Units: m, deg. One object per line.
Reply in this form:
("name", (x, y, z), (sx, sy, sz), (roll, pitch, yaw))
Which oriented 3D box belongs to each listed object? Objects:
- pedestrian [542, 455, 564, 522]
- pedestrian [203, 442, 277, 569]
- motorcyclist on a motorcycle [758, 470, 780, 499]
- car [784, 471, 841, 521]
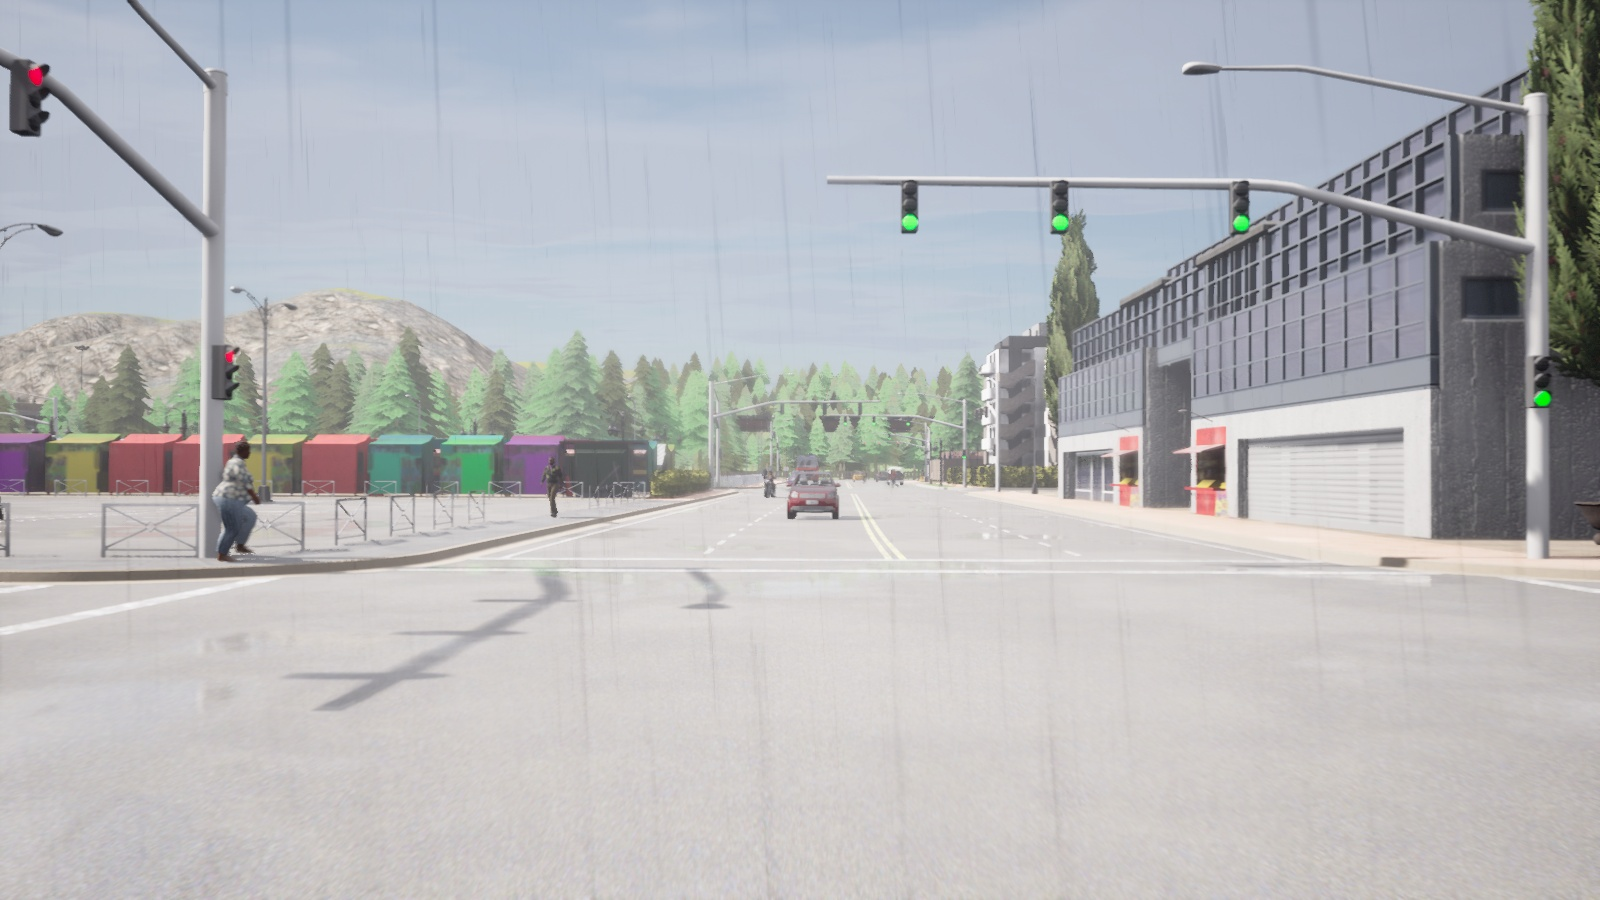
("pedestrian", (-7.216, 1.117, 36.691), (0.395, 1.930, 0.692), (0, -1, 11))
("pedestrian", (-8.490, 0.826, 19.033), (0.900, 1.855, 0.874), (0, -1, -32))
("motorcyclist on a motorcycle", (-1.763, 1.984, 72.413), (0.766, 1.649, 2.350), (0, -1, 11))
("car", (0.460, 1.483, 41.316), (1.789, 1.549, 3.705), (0, -1, 2))
